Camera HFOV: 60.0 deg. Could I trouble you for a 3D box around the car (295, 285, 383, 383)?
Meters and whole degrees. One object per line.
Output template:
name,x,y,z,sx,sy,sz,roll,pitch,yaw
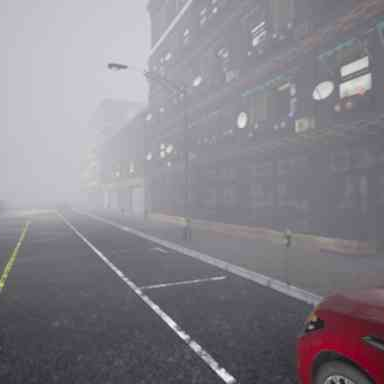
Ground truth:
car,2.822,1.304,1.718,2.192,1.841,5.009,0,-1,-24

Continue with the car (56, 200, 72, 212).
car,-18.264,2.154,48.035,1.752,1.417,4.829,0,-1,-24

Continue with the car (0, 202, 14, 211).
car,-30.492,2.356,54.670,1.887,1.381,4.507,0,-1,-24

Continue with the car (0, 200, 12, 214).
car,-25.823,1.986,44.413,2.192,1.841,5.009,0,-1,-24

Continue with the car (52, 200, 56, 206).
car,-22.864,2.312,58.138,1.887,1.381,4.507,0,-1,-24

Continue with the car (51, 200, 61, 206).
car,-32.203,2.597,78.655,2.008,1.369,4.403,0,-1,-24
